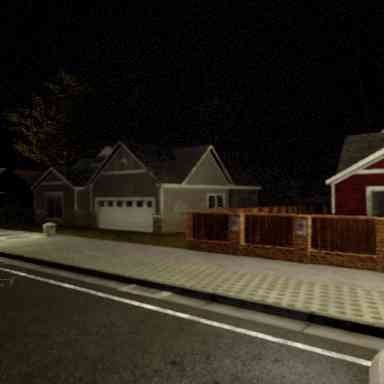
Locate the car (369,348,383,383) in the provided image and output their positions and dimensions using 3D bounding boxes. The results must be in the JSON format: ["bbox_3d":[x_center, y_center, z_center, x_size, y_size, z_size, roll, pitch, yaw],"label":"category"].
[{"bbox_3d":[3.427,1.507,1.549,4.674,1.442,1.812,-1,0,35],"label":"car"}]
